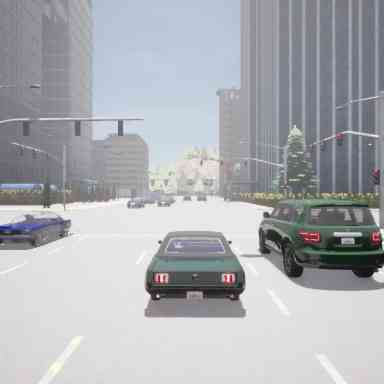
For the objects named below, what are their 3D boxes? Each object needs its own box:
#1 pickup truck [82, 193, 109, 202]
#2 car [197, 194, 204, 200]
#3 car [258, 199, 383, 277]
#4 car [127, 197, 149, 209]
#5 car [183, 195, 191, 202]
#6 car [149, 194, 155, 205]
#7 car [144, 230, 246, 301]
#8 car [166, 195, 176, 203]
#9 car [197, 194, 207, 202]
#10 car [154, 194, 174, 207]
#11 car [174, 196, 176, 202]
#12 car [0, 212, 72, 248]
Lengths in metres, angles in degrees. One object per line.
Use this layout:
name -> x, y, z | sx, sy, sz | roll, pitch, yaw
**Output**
pickup truck -> -21.173, 1.058, 73.355 | 2.390, 2.098, 6.274 | 0, 0, 30
car -> 2.227, 1.386, 89.046 | 1.882, 1.535, 5.008 | 0, 0, -1
car -> 3.585, 1.221, 10.330 | 2.150, 2.045, 5.566 | 0, 0, 0
car -> -7.823, 1.491, 46.598 | 2.128, 1.511, 4.902 | 0, 0, 1
car -> -1.122, 1.500, 78.496 | 1.837, 1.490, 4.892 | 0, 0, -1
car -> -7.925, 1.562, 59.880 | 1.994, 1.385, 4.181 | 0, 0, -1
car -> 0.074, 1.601, 8.301 | 1.895, 1.301, 4.718 | 0, 0, 0
car -> -4.543, 1.478, 72.822 | 1.882, 1.535, 5.008 | 0, 0, -1
car -> 2.373, 1.348, 78.765 | 2.097, 1.767, 4.553 | 0, 0, -1
car -> -4.340, 1.491, 52.258 | 2.128, 1.511, 4.902 | 0, 0, -1
car -> -4.456, 1.491, 62.513 | 2.128, 1.511, 4.902 | 0, 0, 0
car -> -7.116, 1.601, 15.011 | 1.895, 1.301, 4.718 | 0, 0, -1
